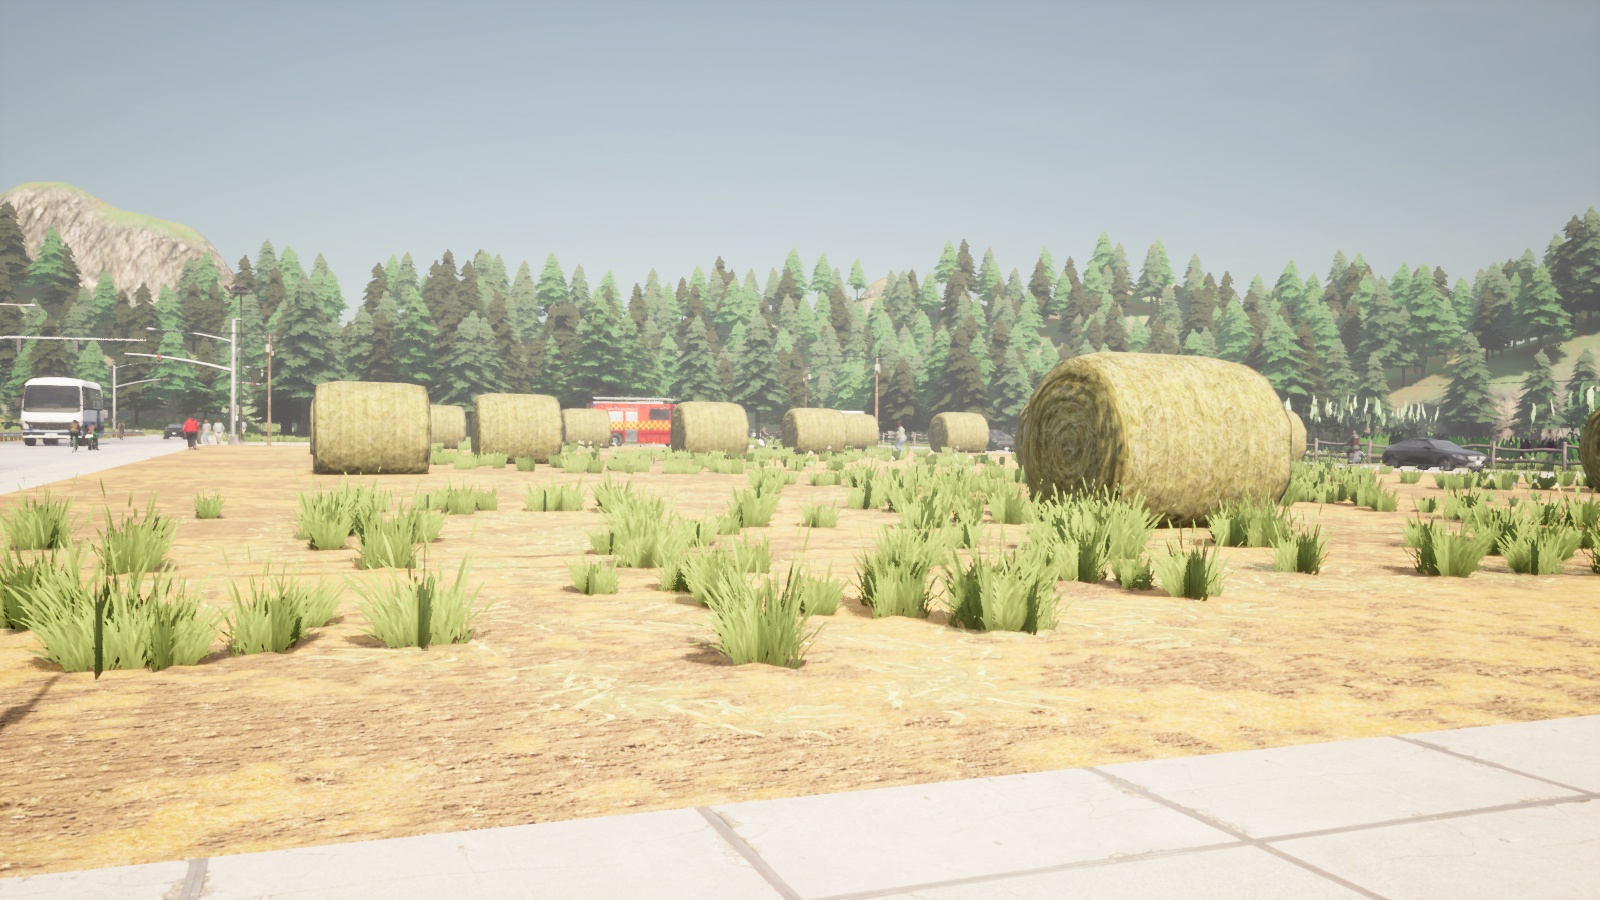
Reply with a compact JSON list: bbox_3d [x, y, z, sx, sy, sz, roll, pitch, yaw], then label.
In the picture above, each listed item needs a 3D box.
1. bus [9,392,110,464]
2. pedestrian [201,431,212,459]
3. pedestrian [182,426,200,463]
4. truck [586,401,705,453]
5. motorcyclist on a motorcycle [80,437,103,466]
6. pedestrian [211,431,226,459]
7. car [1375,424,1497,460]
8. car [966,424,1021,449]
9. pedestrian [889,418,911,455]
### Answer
[{"bbox_3d":[-46.622,-1.387,79.406,3.944,4.253,10.273,-1,1,-22],"label":"bus"},{"bbox_3d":[-38.777,-0.341,82.024,0.354,1.836,0.706,-1,1,4],"label":"pedestrian"},{"bbox_3d":[-31.119,-0.278,64.181,0.634,1.844,0.899,-1,1,-39],"label":"pedestrian"},{"bbox_3d":[-11.712,-1.792,95.414,8.468,3.827,2.891,-1,1,-21],"label":"truck"},{"bbox_3d":[-37.795,0.067,67.029,0.797,1.523,2.044,-1,1,-22],"label":"motorcyclist on a motorcycle"},{"bbox_3d":[-39.358,-0.365,84.965,0.874,1.855,0.900,-1,1,-22],"label":"pedestrian"},{"bbox_3d":[26.798,-0.364,53.087,1.812,1.442,4.674,-1,1,-18],"label":"car"},{"bbox_3d":[14.075,-1.021,91.601,2.097,1.767,4.553,-1,1,-18],"label":"car"},{"bbox_3d":[5.099,-0.670,63.846,0.900,1.855,0.874,0,1,22],"label":"pedestrian"}]
